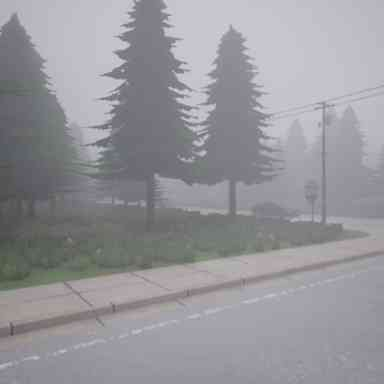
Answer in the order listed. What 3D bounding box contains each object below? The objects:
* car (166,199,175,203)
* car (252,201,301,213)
[{"bbox_3d":[-4.151,1.546,46.972,2.128,1.511,4.902,0,0,-34],"label":"car"},{"bbox_3d":[7.439,1.549,29.775,1.837,1.490,4.892,0,0,-33],"label":"car"}]
